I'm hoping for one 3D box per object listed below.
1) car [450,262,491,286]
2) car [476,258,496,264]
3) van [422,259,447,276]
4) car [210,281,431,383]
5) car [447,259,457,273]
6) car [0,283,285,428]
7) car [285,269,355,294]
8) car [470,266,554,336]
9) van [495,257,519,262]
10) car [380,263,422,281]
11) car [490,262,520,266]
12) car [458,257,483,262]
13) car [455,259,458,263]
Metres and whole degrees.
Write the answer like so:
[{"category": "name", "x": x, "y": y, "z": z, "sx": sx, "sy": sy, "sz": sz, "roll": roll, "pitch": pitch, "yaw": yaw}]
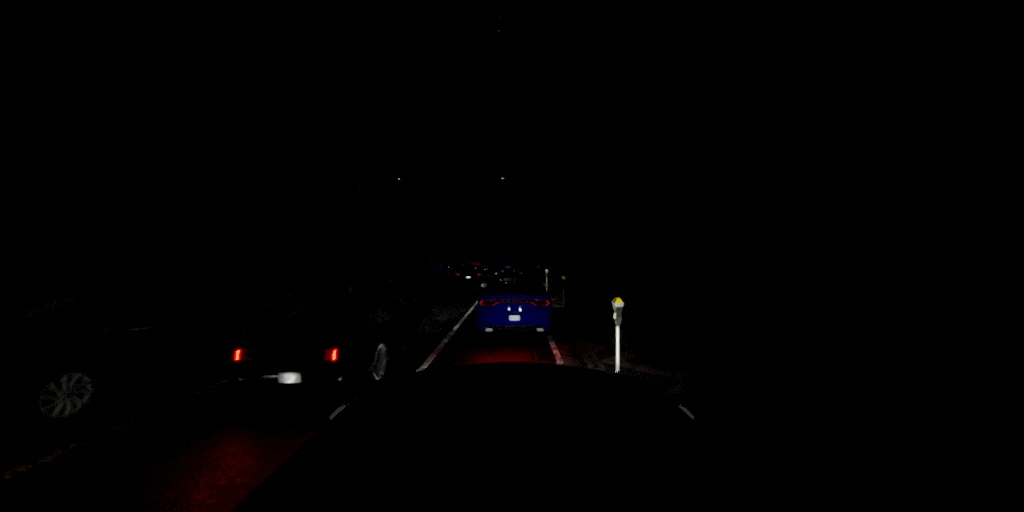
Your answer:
[{"category": "car", "x": -2.837, "y": 1.349, "z": 25.391, "sx": 1.994, "sy": 1.385, "sz": 4.181, "roll": 0, "pitch": 0, "yaw": 0}, {"category": "car", "x": -2.793, "y": 1.287, "z": 42.693, "sx": 1.882, "sy": 1.535, "sz": 5.008, "roll": 0, "pitch": 0, "yaw": 0}, {"category": "van", "x": -8.586, "y": 1.159, "z": 38.902, "sx": 1.690, "sy": 1.789, "sz": 3.998, "roll": 0, "pitch": 0, "yaw": 0}, {"category": "car", "x": -2.991, "y": 1.363, "z": 7.085, "sx": 1.895, "sy": 1.301, "sz": 4.718, "roll": 0, "pitch": 0, "yaw": 0}, {"category": "car", "x": -8.540, "y": 1.392, "z": 44.538, "sx": 1.948, "sy": 1.339, "sz": 4.313, "roll": 0, "pitch": 0, "yaw": 0}, {"category": "car", "x": -6.200, "y": 1.274, "z": 5.768, "sx": 1.837, "sy": 1.490, "sz": 4.892, "roll": 0, "pitch": 0, "yaw": 0}, {"category": "car", "x": -8.774, "y": 1.332, "z": 16.356, "sx": 1.888, "sy": 1.381, "sz": 4.507, "roll": 0, "pitch": 0, "yaw": 0}, {"category": "car", "x": 0.078, "y": 1.236, "z": 10.484, "sx": 1.882, "sy": 1.535, "sz": 5.008, "roll": 0, "pitch": 0, "yaw": 0}, {"category": "van", "x": -0.155, "y": 1.122, "z": 27.570, "sx": 1.690, "sy": 1.789, "sz": 3.998, "roll": 0, "pitch": 0, "yaw": 0}, {"category": "car", "x": -8.680, "y": 1.368, "z": 27.629, "sx": 1.948, "sy": 1.339, "sz": 4.313, "roll": 0, "pitch": 0, "yaw": 0}, {"category": "car", "x": -0.201, "y": 1.299, "z": 22.104, "sx": 1.751, "sy": 1.417, "sz": 4.829, "roll": 0, "pitch": 0, "yaw": 0}, {"category": "car", "x": -5.732, "y": 1.145, "z": 50.190, "sx": 2.150, "sy": 2.045, "sz": 5.566, "roll": 0, "pitch": 0, "yaw": 0}, {"category": "car", "x": -8.493, "y": 1.400, "z": 50.175, "sx": 1.948, "sy": 1.339, "sz": 4.313, "roll": 0, "pitch": 0, "yaw": 0}]
